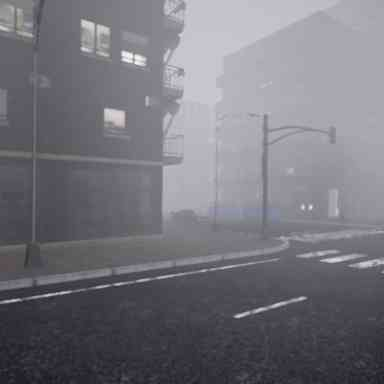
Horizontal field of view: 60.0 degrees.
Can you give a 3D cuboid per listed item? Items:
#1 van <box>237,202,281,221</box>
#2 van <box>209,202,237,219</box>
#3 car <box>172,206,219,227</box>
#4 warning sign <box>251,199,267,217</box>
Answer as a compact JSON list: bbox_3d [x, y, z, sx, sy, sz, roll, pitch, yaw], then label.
[{"bbox_3d":[6.666,1.914,32.246,1.690,1.788,3.998,0,-1,-36],"label":"van"},{"bbox_3d":[3.349,1.986,36.761,1.690,1.788,3.998,0,-1,-36],"label":"van"},{"bbox_3d":[-0.076,2.077,27.327,1.802,1.307,4.206,0,-1,-36],"label":"car"},{"bbox_3d":[7.158,1.742,35.637,1.300,1.860,1.060,2,-1,-36],"label":"warning sign"}]
